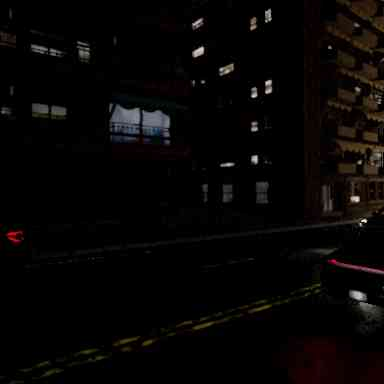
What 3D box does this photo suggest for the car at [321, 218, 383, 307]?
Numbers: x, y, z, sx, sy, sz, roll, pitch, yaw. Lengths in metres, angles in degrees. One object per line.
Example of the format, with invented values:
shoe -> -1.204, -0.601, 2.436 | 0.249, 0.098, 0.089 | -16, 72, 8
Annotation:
car -> 4.662, 1.460, 6.846 | 4.902, 1.511, 2.128 | 0, 0, -36

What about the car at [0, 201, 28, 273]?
car -> -6.556, 1.230, 7.003 | 5.566, 2.045, 2.150 | -1, 0, -35

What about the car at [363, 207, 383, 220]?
car -> 9.133, 1.287, 14.446 | 4.553, 1.767, 2.097 | 0, 0, -37
